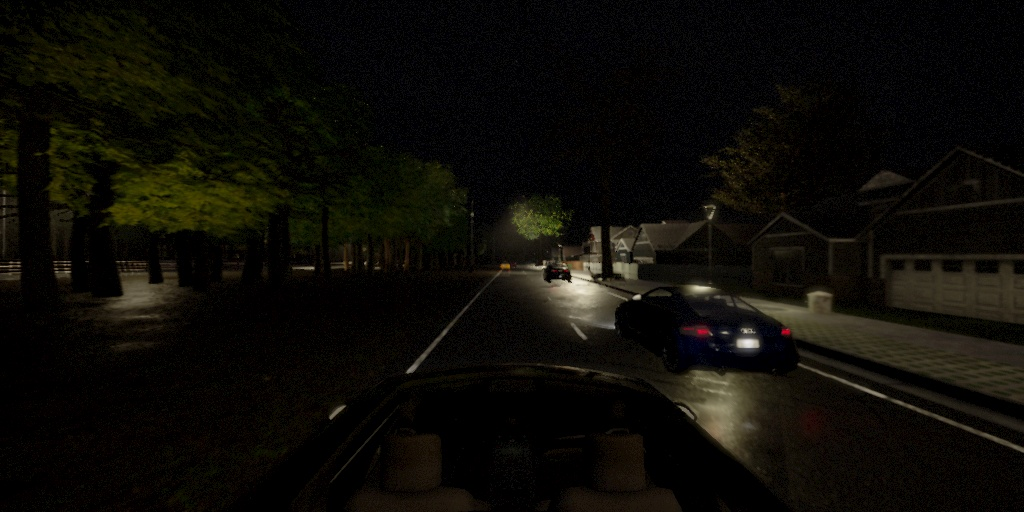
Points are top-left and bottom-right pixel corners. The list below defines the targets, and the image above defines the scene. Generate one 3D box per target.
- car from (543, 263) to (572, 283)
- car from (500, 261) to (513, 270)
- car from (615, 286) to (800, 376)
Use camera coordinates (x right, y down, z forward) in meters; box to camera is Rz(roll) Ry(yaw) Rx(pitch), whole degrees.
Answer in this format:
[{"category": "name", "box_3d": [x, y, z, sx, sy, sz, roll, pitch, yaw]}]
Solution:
[{"category": "car", "box_3d": [3.600, 1.341, 28.931, 2.128, 1.511, 4.902, 0, -1, 0]}, {"category": "car", "box_3d": [-1.224, 1.687, 63.130, 1.801, 1.575, 5.366, 0, -1, 0]}, {"category": "car", "box_3d": [3.600, 1.301, 7.475, 1.994, 1.385, 4.181, 0, 0, 0]}]
